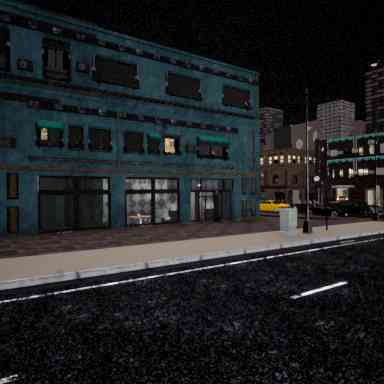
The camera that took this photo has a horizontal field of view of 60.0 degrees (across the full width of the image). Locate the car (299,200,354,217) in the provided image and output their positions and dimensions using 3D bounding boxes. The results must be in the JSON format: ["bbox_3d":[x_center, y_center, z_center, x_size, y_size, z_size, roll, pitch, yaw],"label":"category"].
[{"bbox_3d":[13.531,1.812,33.664,1.947,1.339,4.313,-1,0,-35],"label":"car"}]

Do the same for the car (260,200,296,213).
[{"bbox_3d":[10.344,1.803,42.864,1.882,1.535,5.008,-1,0,-35],"label":"car"}]

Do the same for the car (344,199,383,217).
[{"bbox_3d":[16.776,1.550,33.715,2.097,1.767,4.553,-1,0,-34],"label":"car"}]

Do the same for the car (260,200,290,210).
[{"bbox_3d":[12.443,1.901,49.903,1.802,1.307,4.206,-2,0,-35],"label":"car"}]

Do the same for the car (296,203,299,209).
[{"bbox_3d":[15.643,1.807,45.387,2.008,1.369,4.403,-2,0,-35],"label":"car"}]
